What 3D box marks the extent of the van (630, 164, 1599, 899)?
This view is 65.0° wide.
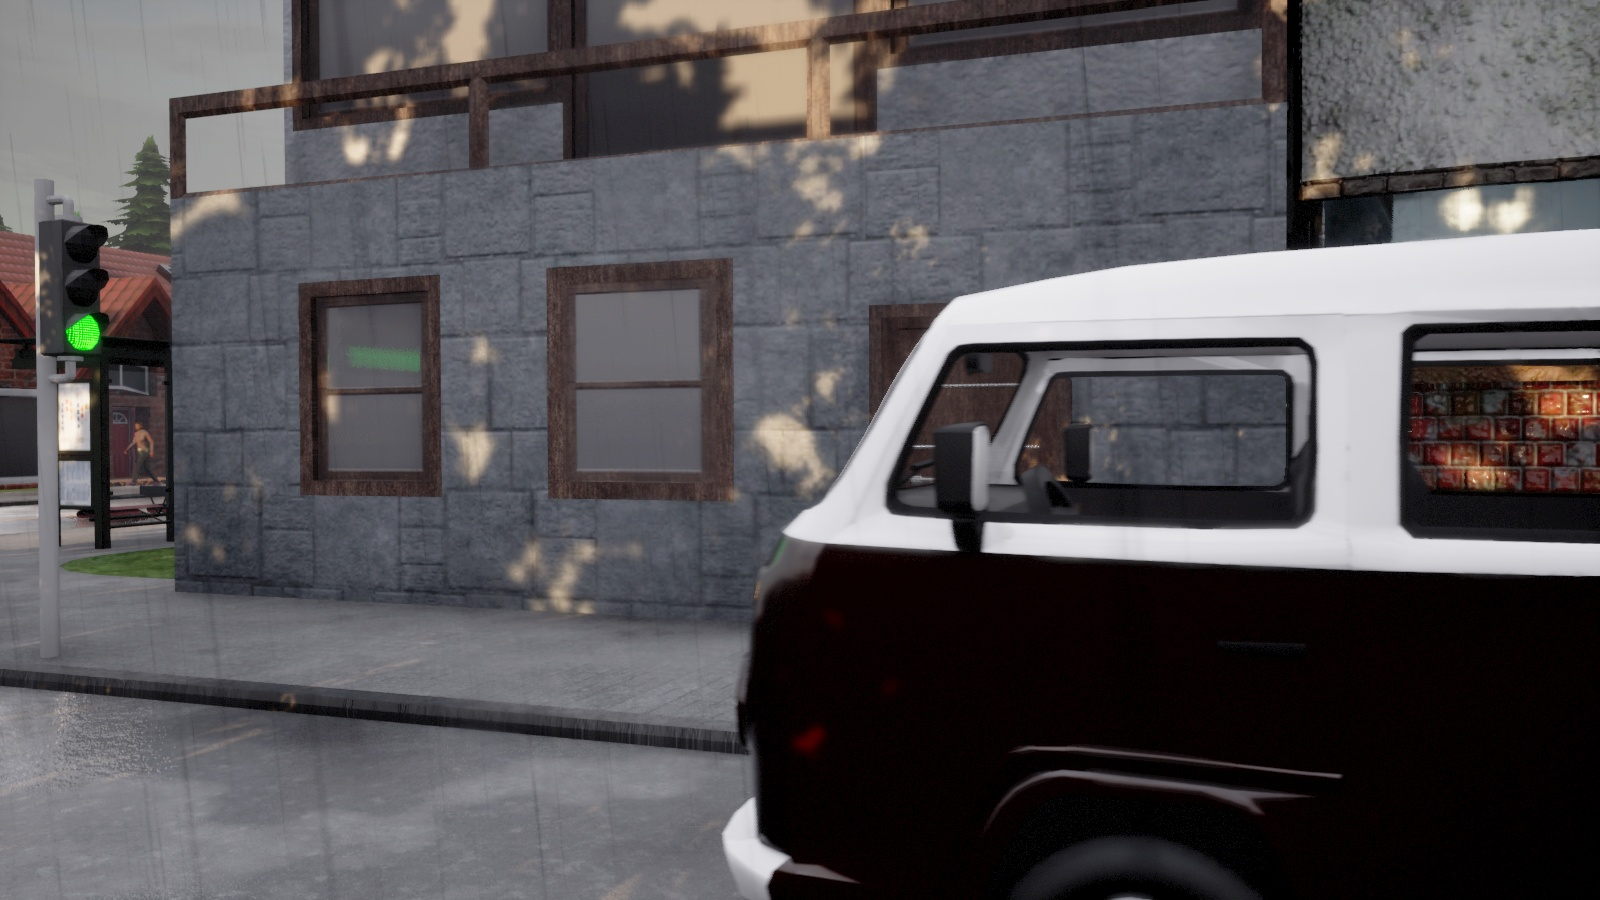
[{"bbox_3d":[2.079,0.512,3.053,4.480,2.038,2.069,1,1,20],"label":"van"}]
